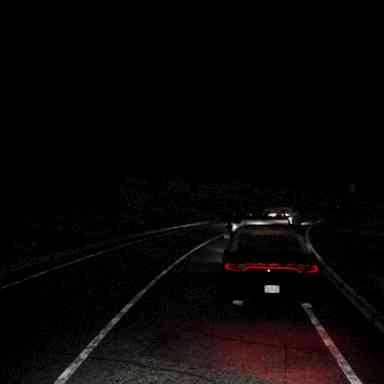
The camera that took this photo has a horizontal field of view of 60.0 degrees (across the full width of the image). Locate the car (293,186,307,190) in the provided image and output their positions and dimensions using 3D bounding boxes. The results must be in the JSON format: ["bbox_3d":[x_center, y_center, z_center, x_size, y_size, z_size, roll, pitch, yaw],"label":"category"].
[{"bbox_3d":[24.104,-0.683,78.252,4.674,1.452,2.002,3,-6,-36],"label":"car"}]

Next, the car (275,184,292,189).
[{"bbox_3d":[19.627,-0.953,75.035,4.792,1.488,2.163,3,-6,-35],"label":"car"}]

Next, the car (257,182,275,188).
[{"bbox_3d":[14.919,-1.370,71.796,4.553,1.767,2.185,3,-5,-33],"label":"car"}]

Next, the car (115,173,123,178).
[{"bbox_3d":[-13.443,-2.642,54.830,4.553,1.767,2.185,2,-5,-30],"label":"car"}]

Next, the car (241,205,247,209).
[{"bbox_3d":[5.330,1.894,29.862,1.882,1.535,5.008,-3,-2,31],"label":"car"}]

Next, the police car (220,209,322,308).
[{"bbox_3d":[1.783,1.454,8.192,1.930,1.638,5.238,-1,0,10],"label":"police car"}]

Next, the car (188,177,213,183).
[{"bbox_3d":[0.846,-1.951,62.975,4.892,1.521,2.231,2,-5,-30],"label":"car"}]

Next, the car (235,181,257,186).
[{"bbox_3d":[10.305,-1.490,68.758,5.008,1.535,2.097,3,-5,-32],"label":"car"}]

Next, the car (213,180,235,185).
[{"bbox_3d":[5.606,-1.687,65.813,4.674,1.452,2.002,3,-5,-31],"label":"car"}]

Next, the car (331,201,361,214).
[{"bbox_3d":[19.312,1.881,41.752,4.553,1.767,2.097,1,-4,-41],"label":"car"}]

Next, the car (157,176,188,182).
[{"bbox_3d":[-3.942,-2.149,60.236,4.892,1.521,2.231,2,-5,-30],"label":"car"}]

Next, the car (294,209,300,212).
[{"bbox_3d":[6.261,1.702,22.654,1.812,1.442,4.674,-2,-2,25],"label":"car"}]

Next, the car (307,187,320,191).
[{"bbox_3d":[28.432,-0.457,81.510,4.892,1.521,2.231,3,-6,-37],"label":"car"}]

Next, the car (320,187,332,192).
[{"bbox_3d":[32.853,-0.281,85.003,4.553,1.767,2.185,4,-6,-38],"label":"car"}]

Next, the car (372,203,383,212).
[{"bbox_3d":[28.378,2.232,48.639,4.181,1.385,1.994,0,-4,-29],"label":"car"}]

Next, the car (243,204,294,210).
[{"bbox_3d":[4.181,1.567,17.521,1.801,1.575,5.366,-2,-1,19],"label":"car"}]
